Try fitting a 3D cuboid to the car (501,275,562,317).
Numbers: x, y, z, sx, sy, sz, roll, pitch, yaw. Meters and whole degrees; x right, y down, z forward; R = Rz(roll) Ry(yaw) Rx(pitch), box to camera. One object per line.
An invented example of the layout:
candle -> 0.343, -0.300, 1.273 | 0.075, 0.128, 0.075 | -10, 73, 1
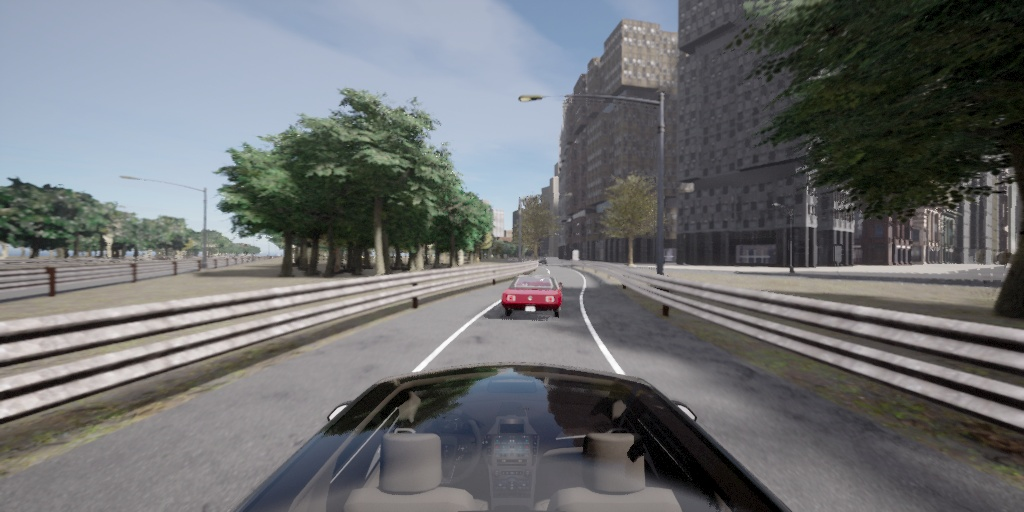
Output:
car -> 0.906, 1.353, 13.337 | 1.895, 1.301, 4.718 | 0, 0, 8
